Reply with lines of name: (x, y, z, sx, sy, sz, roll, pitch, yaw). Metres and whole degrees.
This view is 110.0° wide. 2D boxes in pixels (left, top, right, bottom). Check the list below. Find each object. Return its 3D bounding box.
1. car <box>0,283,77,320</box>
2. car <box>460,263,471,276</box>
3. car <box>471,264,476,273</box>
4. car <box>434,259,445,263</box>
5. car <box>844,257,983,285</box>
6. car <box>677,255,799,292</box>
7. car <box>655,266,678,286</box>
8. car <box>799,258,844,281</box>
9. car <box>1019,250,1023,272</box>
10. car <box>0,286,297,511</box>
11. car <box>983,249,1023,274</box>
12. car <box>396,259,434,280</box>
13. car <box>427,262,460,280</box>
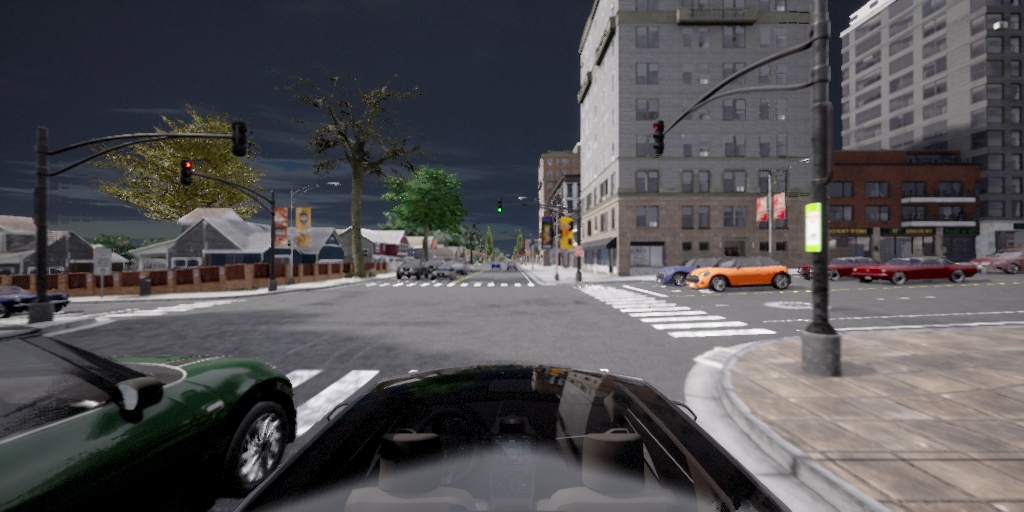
car: (-21.631, 1.911, 14.921, 4.718, 1.301, 1.895, -2, 0, 0)
car: (-6.648, 1.612, 44.343, 1.882, 1.535, 5.008, 0, -1, 0)
car: (-6.648, 1.844, 54.387, 1.895, 1.301, 4.718, 0, -1, 0)
car: (-9.897, 1.379, 46.608, 2.150, 2.045, 5.566, 0, -1, -1)
car: (20.343, 0.726, 18.315, 4.718, 1.301, 1.895, -2, 0, 0)
car: (11.359, 0.820, 18.280, 4.553, 1.767, 2.097, -2, 0, 0)
car: (11.106, 0.846, 21.601, 4.553, 1.767, 2.097, -2, 0, 2)
car: (20.103, 0.752, 21.564, 4.718, 1.301, 1.895, -2, 0, 0)
car: (25.319, 0.468, 14.891, 5.357, 1.411, 2.033, -2, 0, 0)
car: (-3.151, 1.100, 1.658, 2.097, 1.767, 4.553, 0, -1, 0)
car: (30.414, 0.293, 21.598, 4.674, 1.442, 1.812, -2, 0, 0)
car: (-9.891, 1.276, 36.244, 2.150, 2.045, 5.566, 0, -1, 0)
car: (-6.634, 1.610, 35.353, 1.994, 1.385, 4.181, 0, -1, 0)
